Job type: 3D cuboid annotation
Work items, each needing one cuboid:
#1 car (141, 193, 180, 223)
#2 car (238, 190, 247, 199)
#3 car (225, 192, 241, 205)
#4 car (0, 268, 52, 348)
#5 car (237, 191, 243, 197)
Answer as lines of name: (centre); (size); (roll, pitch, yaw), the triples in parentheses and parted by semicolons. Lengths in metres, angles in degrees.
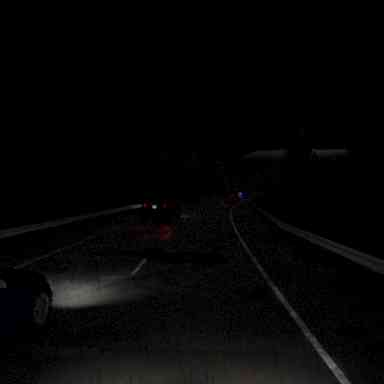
car: (-2.200, 1.063, 24.368); (2.150, 2.045, 5.566); (0, 0, 5)
car: (11.998, 0.602, 80.119); (2.150, 2.045, 5.566); (0, 0, 17)
car: (6.058, 1.159, 50.520); (1.882, 1.535, 5.008); (0, 0, 11)
car: (-3.309, 1.498, 3.726); (1.812, 1.442, 4.674); (0, 0, 1)
car: (8.308, 1.067, 66.845); (2.128, 1.511, 4.902); (0, 0, 15)
